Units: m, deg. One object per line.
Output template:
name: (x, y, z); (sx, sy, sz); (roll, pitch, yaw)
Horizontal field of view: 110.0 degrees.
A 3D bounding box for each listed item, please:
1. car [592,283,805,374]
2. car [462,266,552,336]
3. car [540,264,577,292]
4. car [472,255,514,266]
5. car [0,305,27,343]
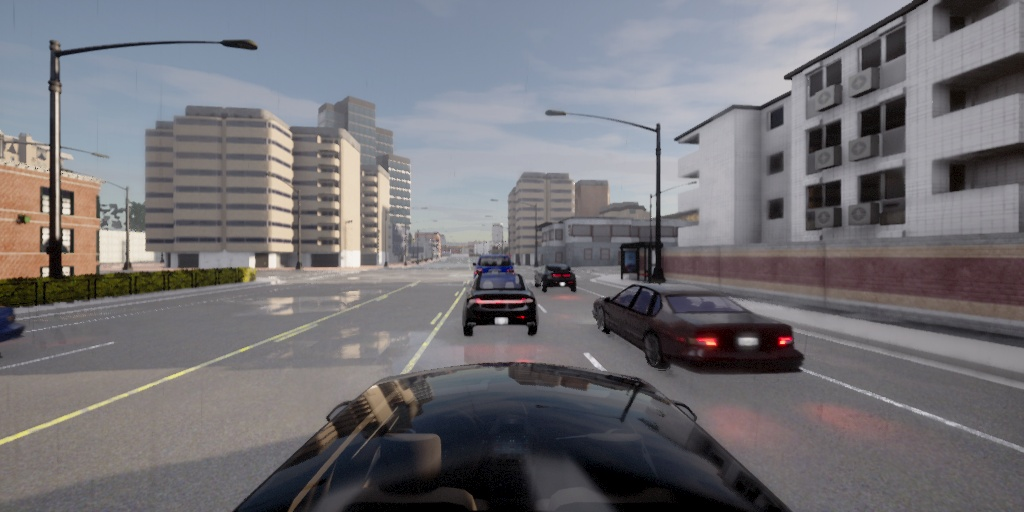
car: (3.292, 1.287, 7.718); (2.033, 1.411, 5.357); (0, 0, -3)
car: (-0.377, 1.226, 10.374); (2.128, 1.511, 4.902); (0, 0, -3)
car: (2.431, 1.219, 20.938); (1.837, 1.490, 4.892); (0, -1, -4)
car: (-1.013, 0.940, 20.021); (2.150, 2.045, 5.566); (0, 0, -4)
car: (-10.740, 1.291, 4.813); (2.033, 1.411, 5.357); (0, 0, -3)
